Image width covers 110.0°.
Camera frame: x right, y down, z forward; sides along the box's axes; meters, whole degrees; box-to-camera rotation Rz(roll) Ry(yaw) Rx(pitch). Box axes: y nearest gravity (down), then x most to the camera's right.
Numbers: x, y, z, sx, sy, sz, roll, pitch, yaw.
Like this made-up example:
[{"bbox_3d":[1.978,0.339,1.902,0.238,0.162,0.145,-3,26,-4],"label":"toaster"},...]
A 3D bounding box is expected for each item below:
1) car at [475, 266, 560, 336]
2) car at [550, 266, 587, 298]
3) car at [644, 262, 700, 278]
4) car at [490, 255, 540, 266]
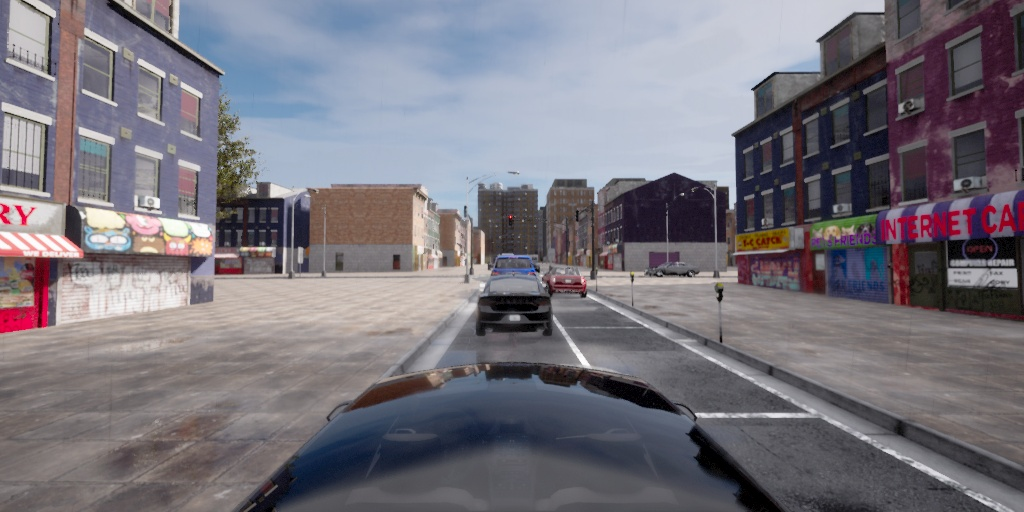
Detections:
[{"bbox_3d":[0.033,1.232,10.475,1.882,1.535,5.008,0,0,-1],"label":"car"},{"bbox_3d":[2.610,1.205,18.724,1.967,1.591,4.097,0,0,0],"label":"car"},{"bbox_3d":[14.940,1.305,33.571,4.902,1.511,2.128,0,-2,0],"label":"car"},{"bbox_3d":[0.063,0.987,18.035,2.150,2.045,5.566,0,0,0],"label":"car"}]
